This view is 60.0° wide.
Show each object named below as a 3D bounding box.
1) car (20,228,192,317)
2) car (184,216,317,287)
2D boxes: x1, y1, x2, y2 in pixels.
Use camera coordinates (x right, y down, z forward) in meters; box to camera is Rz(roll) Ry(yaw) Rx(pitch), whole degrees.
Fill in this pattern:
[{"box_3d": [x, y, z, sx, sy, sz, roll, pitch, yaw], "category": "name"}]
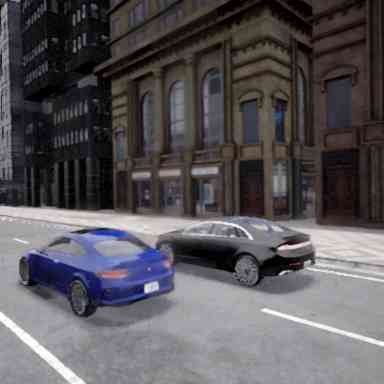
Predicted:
[{"box_3d": [-2.341, 1.558, 7.592, 1.812, 1.442, 4.674, -2, 1, -44], "category": "car"}, {"box_3d": [0.911, 1.436, 9.272, 2.128, 1.511, 4.902, -2, 1, -44], "category": "car"}]
